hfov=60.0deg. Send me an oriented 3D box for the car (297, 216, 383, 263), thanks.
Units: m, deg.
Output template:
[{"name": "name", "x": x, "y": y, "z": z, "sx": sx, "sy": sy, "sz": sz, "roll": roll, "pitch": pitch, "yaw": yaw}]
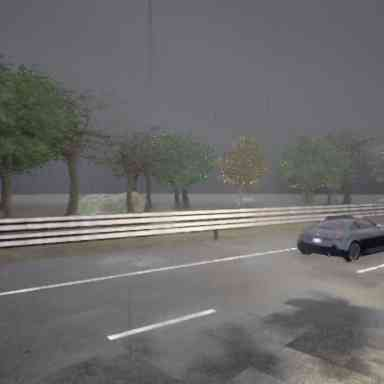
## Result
[{"name": "car", "x": 5.773, "y": 1.574, "z": 12.164, "sx": 4.181, "sy": 1.385, "sz": 1.994, "roll": 0, "pitch": 0, "yaw": -35}]
